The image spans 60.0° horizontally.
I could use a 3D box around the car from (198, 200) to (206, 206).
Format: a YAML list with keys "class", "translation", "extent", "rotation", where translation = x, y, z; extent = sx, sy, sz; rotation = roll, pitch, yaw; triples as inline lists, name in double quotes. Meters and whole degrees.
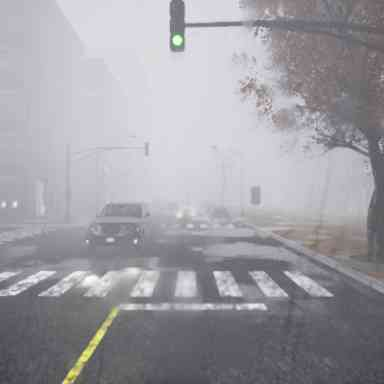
- class: "car"
  translation: [2.693, 2.831, 87.803]
  extent: [2.008, 1.369, 4.403]
  rotation: [0, -1, 0]

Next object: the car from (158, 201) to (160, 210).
- class: "car"
  translation: [-5.688, 2.166, 43.548]
  extent: [2.008, 1.369, 4.403]
  rotation: [0, -1, 0]

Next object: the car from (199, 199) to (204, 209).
- class: "car"
  translation: [2.693, 2.443, 60.142]
  extent: [1.802, 1.307, 4.206]
  rotation: [0, -1, 0]

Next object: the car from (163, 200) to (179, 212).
- class: "car"
  translation: [-2.999, 2.222, 51.652]
  extent: [1.882, 1.535, 5.008]
  rotation: [0, -1, 0]

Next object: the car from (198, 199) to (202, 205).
- class: "car"
  translation: [2.693, 2.554, 71.378]
  extent: [1.752, 1.417, 4.829]
  rotation: [0, -1, 0]

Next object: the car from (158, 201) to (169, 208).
- class: "car"
  translation: [-5.687, 2.525, 65.675]
  extent: [1.802, 1.307, 4.206]
  rotation: [0, -1, 0]

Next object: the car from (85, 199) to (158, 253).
- class: "car"
  translation: [-3.000, 1.438, 14.976]
  extent: [2.150, 2.045, 5.566]
  rotation: [0, -1, 0]

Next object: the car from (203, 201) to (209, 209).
- class: "car"
  translation: [2.692, 2.143, 43.717]
  extent: [1.752, 1.417, 4.829]
  rotation: [0, -1, 0]

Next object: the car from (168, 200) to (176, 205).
- class: "car"
  translation: [-5.687, 2.917, 93.335]
  extent: [2.008, 1.369, 4.403]
  rotation: [0, -1, 0]

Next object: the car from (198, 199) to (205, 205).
- class: "car"
  translation: [2.693, 2.806, 93.336]
  extent: [1.967, 1.590, 4.097]
  rotation: [0, -1, 0]

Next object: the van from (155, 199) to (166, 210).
- class: "van"
  translation: [-5.687, 2.202, 60.147]
  extent: [1.690, 1.788, 3.998]
  rotation: [0, -1, 0]

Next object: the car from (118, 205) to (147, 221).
- class: "car"
  translation: [-5.688, 2.005, 32.483]
  extent: [2.008, 1.369, 4.403]
  rotation: [0, -1, 0]

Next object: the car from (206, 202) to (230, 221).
- class: "car"
  translation: [2.692, 2.000, 32.483]
  extent: [1.887, 1.381, 4.507]
  rotation: [0, -1, 0]

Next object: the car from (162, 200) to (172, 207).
- class: "car"
  translation: [-5.687, 2.550, 76.742]
  extent: [1.967, 1.590, 4.097]
  rotation: [0, -1, 0]

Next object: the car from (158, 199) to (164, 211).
- class: "car"
  translation: [-5.687, 2.219, 54.613]
  extent: [1.967, 1.590, 4.097]
  rotation: [0, -1, 0]

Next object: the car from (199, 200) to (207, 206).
- class: "car"
  translation: [2.693, 2.739, 82.272]
  extent: [1.887, 1.381, 4.507]
  rotation: [0, -1, 0]
